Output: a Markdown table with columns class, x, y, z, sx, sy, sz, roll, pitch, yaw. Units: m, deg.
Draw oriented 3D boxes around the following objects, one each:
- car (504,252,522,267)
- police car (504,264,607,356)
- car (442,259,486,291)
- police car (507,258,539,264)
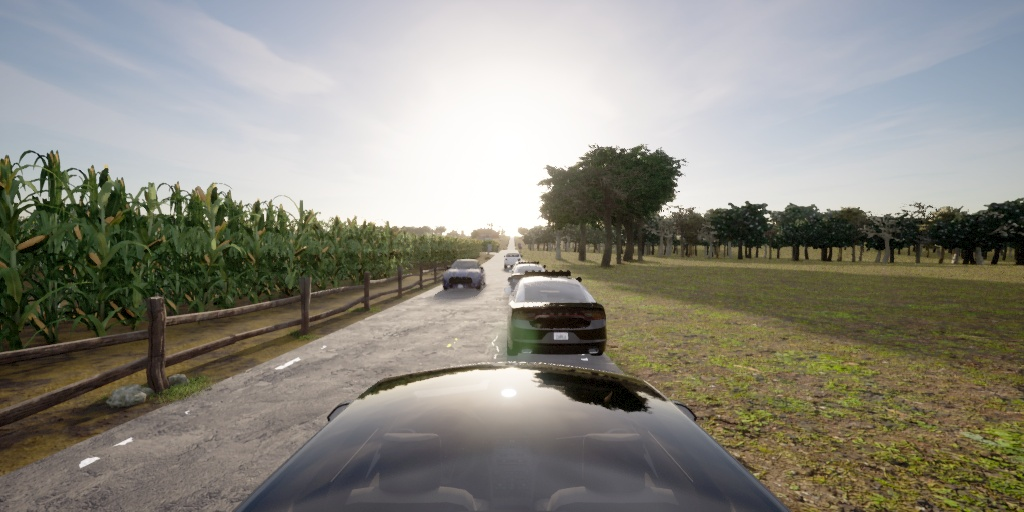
| class | x | y | z | sx | sy | sz | roll | pitch | yaw |
| --- | --- | --- | --- | --- | --- | --- | --- | --- | --- |
| car | 0.131 | 0.527 | 46.111 | 2.150 | 2.045 | 5.566 | 0 | 1 | 1 |
| police car | 0.843 | 1.154 | 8.715 | 1.930 | 1.638 | 5.238 | 0 | 0 | 0 |
| car | -2.703 | 0.996 | 21.082 | 2.097 | 1.767 | 4.553 | 0 | 0 | 0 |
| police car | 0.866 | 1.090 | 18.716 | 1.930 | 1.638 | 5.238 | 0 | 0 | 0 |
